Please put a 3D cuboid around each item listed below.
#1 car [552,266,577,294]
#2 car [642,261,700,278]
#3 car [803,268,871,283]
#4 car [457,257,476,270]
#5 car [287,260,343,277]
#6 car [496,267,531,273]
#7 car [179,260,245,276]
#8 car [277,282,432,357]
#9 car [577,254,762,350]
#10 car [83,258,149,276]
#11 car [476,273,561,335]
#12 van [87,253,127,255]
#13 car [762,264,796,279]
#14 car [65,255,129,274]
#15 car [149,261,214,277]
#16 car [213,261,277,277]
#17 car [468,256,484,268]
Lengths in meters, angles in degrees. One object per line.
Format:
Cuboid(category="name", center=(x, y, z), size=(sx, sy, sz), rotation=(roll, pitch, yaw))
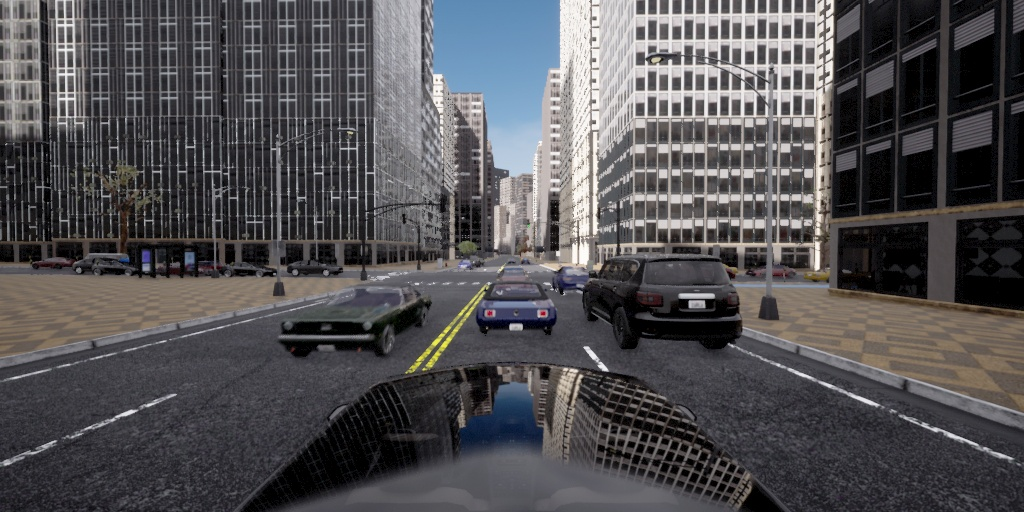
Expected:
Cuboid(category="car", center=(3.337, 1.270, 19.930), size=(1.812, 1.442, 4.674), rotation=(0, 0, 0))
Cuboid(category="car", center=(16.068, 1.344, 36.398), size=(5.008, 1.535, 1.882), rotation=(0, 1, 0))
Cuboid(category="car", center=(27.620, 1.584, 30.430), size=(4.829, 1.417, 1.751), rotation=(0, 0, 1))
Cuboid(category="car", center=(-6.625, 1.251, 51.161), size=(1.812, 1.442, 4.674), rotation=(0, 0, -2))
Cuboid(category="car", center=(-18.462, 1.114, 33.739), size=(4.892, 1.490, 1.837), rotation=(1, 1, 1))
Cuboid(category="car", center=(0.086, 1.308, 19.778), size=(1.994, 1.385, 4.181), rotation=(0, 0, 0))
Cuboid(category="car", center=(-28.343, 1.121, 33.936), size=(4.718, 1.301, 1.895), rotation=(1, 1, 1))
Cuboid(category="car", center=(-3.350, 1.349, 8.671), size=(1.895, 1.301, 4.718), rotation=(0, 0, 0))
Cuboid(category="car", center=(3.345, 0.970, 9.192), size=(2.150, 2.045, 5.566), rotation=(0, 0, 0))
Cuboid(category="car", center=(-34.118, 1.076, 31.416), size=(4.313, 1.339, 1.948), rotation=(0, 0, 1))
Cuboid(category="car", center=(0.095, 1.349, 10.485), size=(1.895, 1.301, 4.718), rotation=(0, 0, 0))
Cuboid(category="van", center=(-45.316, 0.613, 40.068), size=(3.998, 1.789, 1.690), rotation=(0, 0, 1))
Cuboid(category="car", center=(26.090, 1.518, 36.231), size=(4.181, 1.385, 1.994), rotation=(0, 1, 1))
Cuboid(category="car", center=(-38.781, 0.930, 34.146), size=(4.892, 1.490, 1.837), rotation=(1, 1, 1))
Cuboid(category="car", center=(-28.437, 1.144, 31.247), size=(4.207, 1.307, 1.802), rotation=(0, 0, 1))
Cuboid(category="car", center=(-22.753, 1.180, 31.118), size=(4.313, 1.339, 1.948), rotation=(0, 0, 1))
Cuboid(category="car", center=(-6.617, 0.938, 61.124), size=(2.150, 2.045, 5.566), rotation=(0, 0, 0))
